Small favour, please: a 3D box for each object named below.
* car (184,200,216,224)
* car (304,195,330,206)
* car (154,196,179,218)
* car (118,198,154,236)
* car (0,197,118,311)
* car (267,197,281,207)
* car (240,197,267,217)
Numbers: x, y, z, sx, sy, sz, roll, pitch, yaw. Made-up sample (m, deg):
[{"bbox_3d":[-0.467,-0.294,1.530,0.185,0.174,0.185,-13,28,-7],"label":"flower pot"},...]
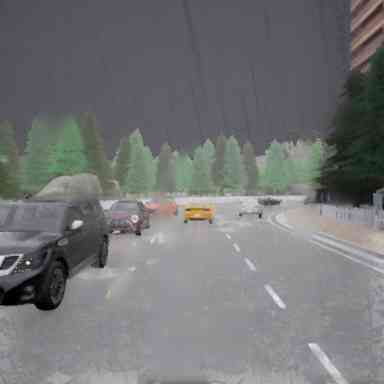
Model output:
[{"bbox_3d":[0.625,1.333,23.810,1.882,1.535,5.008,0,0,6],"label":"car"},{"bbox_3d":[17.695,1.222,46.860,4.892,1.490,1.837,0,0,-38],"label":"car"},{"bbox_3d":[-2.599,1.185,27.614,2.097,1.767,4.553,0,0,12],"label":"car"},{"bbox_3d":[-3.487,1.245,17.667,2.097,1.767,4.553,0,0,0],"label":"car"},{"bbox_3d":[-3.575,1.173,8.026,2.150,2.045,5.566,0,0,0],"label":"car"},{"bbox_3d":[10.210,1.331,44.750,1.895,1.301,4.718,0,0,41],"label":"car"},{"bbox_3d":[5.276,1.350,29.089,1.812,1.442,4.674,0,0,15],"label":"car"}]
